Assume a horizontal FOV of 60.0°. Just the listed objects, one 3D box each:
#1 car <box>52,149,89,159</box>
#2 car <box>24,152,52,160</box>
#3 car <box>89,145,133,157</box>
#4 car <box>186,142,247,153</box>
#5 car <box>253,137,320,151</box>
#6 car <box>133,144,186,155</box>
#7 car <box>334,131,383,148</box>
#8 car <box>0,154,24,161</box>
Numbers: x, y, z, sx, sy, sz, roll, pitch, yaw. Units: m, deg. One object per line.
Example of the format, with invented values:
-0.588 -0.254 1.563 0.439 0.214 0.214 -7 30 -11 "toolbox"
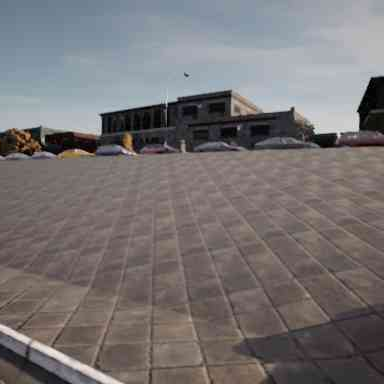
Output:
-12.321 -3.854 35.932 5.008 1.535 2.097 1 1 32 "car"
-17.033 -3.932 38.860 4.674 1.452 2.002 1 1 33 "car"
-7.567 -3.861 33.116 4.553 1.767 2.185 1 1 31 "car"
2.289 -3.456 27.710 4.674 1.452 2.002 1 1 28 "car"
7.121 -3.379 25.252 4.892 1.521 2.231 1 1 27 "car"
-2.575 -3.584 30.316 4.792 1.488 2.163 1 1 29 "car"
12.202 -3.365 22.809 4.553 1.767 2.185 2 1 26 "car"
-21.680 -4.085 41.888 4.892 1.521 2.231 1 1 34 "car"
